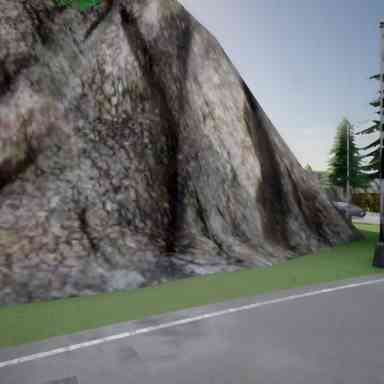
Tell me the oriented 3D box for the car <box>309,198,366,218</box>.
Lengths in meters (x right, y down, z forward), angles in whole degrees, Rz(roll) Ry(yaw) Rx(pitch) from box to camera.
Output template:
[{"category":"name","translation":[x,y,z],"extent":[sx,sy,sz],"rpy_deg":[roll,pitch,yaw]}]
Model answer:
[{"category":"car","translation":[12.962,1.525,29.363],"extent":[1.812,1.442,4.674],"rpy_deg":[0,0,-25]}]
